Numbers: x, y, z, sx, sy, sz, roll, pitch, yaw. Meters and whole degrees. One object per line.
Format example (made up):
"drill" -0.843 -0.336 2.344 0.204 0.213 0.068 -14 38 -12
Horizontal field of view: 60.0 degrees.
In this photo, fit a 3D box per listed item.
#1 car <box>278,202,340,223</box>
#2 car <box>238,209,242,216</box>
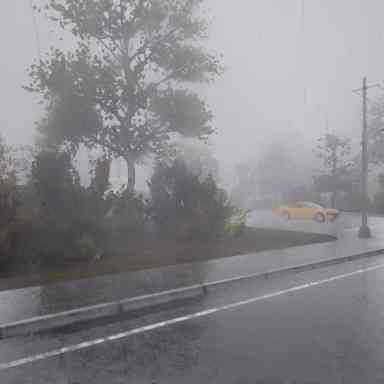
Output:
"car" 9.308 1.566 26.838 1.882 1.535 5.008 0 -1 -39
"car" 2.976 1.584 34.329 2.097 1.767 4.553 0 -1 -43
